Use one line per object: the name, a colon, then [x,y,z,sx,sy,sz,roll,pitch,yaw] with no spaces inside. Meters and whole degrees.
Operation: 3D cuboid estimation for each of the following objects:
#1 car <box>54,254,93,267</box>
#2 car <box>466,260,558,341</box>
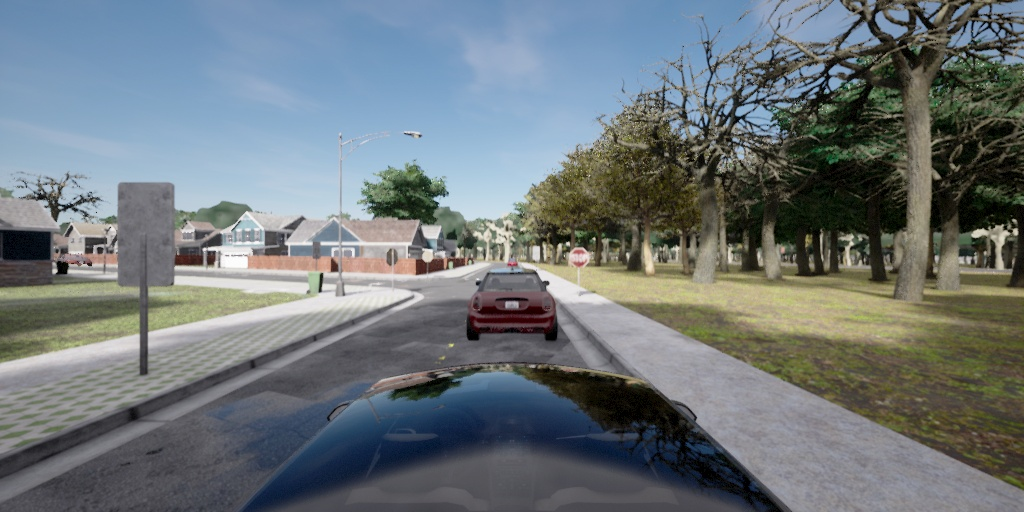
car: [-49.627,0.506,40.579,4.181,1.385,1.994,0,0,23]
car: [0.016,1.099,10.038,2.097,1.767,4.553,0,0,0]
